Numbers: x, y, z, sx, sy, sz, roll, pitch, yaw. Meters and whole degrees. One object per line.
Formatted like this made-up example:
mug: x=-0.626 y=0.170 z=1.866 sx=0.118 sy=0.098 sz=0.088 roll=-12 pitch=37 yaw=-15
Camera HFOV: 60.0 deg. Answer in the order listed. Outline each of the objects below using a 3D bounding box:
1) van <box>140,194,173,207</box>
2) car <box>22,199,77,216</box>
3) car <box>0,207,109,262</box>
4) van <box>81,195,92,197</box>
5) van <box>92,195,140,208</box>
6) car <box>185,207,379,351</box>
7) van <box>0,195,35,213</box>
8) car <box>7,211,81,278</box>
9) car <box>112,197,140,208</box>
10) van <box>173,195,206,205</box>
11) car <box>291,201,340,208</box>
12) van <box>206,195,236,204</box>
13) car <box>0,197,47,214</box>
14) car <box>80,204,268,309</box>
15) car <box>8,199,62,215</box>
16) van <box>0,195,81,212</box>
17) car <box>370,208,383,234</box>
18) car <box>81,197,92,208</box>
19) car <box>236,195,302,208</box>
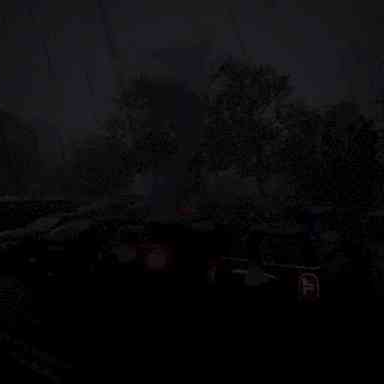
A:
van: x=-1.545 y=1.175 z=25.291 sx=1.878 sy=1.987 sz=4.442 roll=0 pitch=0 yaw=36
car: x=-14.861 y=1.549 z=34.981 sx=2.097 sy=1.535 sz=5.008 roll=-1 pitch=0 yaw=36
car: x=-4.604 y=1.476 z=11.534 sx=2.002 sy=1.452 sz=4.674 roll=0 pitch=0 yaw=36
van: x=-10.290 y=1.268 z=31.852 sx=1.878 sy=1.987 sz=4.442 roll=-1 pitch=0 yaw=36
van: x=-5.926 y=1.213 z=28.433 sx=1.878 sy=1.987 sz=4.442 roll=-1 pitch=0 yaw=36
car: x=2.144 y=1.361 z=6.651 sx=2.185 sy=1.767 sz=4.553 roll=0 pitch=0 yaw=36
van: x=-21.544 y=1.407 z=39.926 sx=1.878 sy=1.987 sz=4.442 roll=-1 pitch=0 yaw=36
car: x=-2.353 y=1.453 z=9.909 sx=2.097 sy=1.535 sz=5.008 roll=0 pitch=0 yaw=36
car: x=-3.602 y=1.411 z=26.916 sx=2.097 sy=1.535 sz=5.008 roll=-1 pitch=0 yaw=36
van: x=0.950 y=1.192 z=23.788 sx=1.878 sy=1.987 sz=4.442 roll=0 pitch=0 yaw=36
car: x=7.630 y=1.469 z=18.845 sx=2.097 sy=1.535 sz=5.008 roll=0 pitch=0 yaw=36
van: x=3.099 y=1.208 z=22.246 sx=1.878 sy=1.987 sz=4.442 roll=0 pitch=0 yaw=36
car: x=-19.379 y=1.479 z=38.191 sx=2.185 sy=1.767 sz=4.553 roll=-1 pitch=0 yaw=36
car: x=-0.112 y=1.344 z=8.269 sx=2.185 sy=1.767 sz=4.553 roll=0 pitch=0 yaw=36
car: x=-17.214 y=1.578 z=36.669 sx=2.097 sy=1.535 sz=5.008 roll=-1 pitch=0 yaw=36
van: x=-6.928 y=1.193 z=13.055 sx=1.878 sy=1.987 sz=4.442 roll=0 pitch=0 yaw=36
car: x=9.883 y=1.526 z=17.232 sx=2.002 sy=1.452 sz=4.674 roll=0 pitch=0 yaw=36
car: x=-8.212 y=1.464 z=29.991 sx=1.946 sy=1.575 sz=5.366 roll=-1 pitch=0 yaw=36
car: x=5.266 y=1.200 z=20.513 sx=2.435 sy=2.045 sz=5.566 roll=0 pitch=0 yaw=36
